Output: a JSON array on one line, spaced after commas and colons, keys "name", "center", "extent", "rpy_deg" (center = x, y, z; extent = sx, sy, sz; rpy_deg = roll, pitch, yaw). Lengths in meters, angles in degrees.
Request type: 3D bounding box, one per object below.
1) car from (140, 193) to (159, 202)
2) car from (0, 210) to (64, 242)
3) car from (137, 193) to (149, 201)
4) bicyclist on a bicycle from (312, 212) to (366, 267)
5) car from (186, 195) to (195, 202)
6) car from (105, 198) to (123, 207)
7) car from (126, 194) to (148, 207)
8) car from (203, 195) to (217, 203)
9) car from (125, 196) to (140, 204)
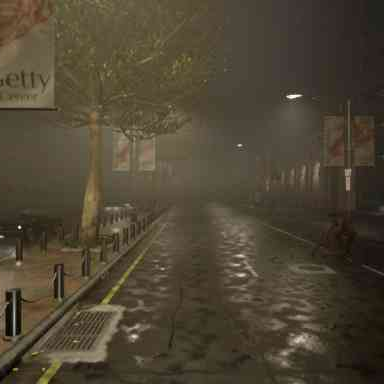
[{"name": "car", "center": [-8.306, 1.221, 66.167], "extent": [2.150, 2.045, 5.566], "rpy_deg": [0, 0, 0]}, {"name": "car", "center": [-8.135, 1.601, 16.451], "extent": [1.895, 1.301, 4.718], "rpy_deg": [0, 0, 0]}, {"name": "car", "center": [-11.857, 1.225, 81.591], "extent": [2.150, 2.045, 5.566], "rpy_deg": [0, 0, 0]}, {"name": "bicyclist on a bicycle", "center": [4.480, 1.446, 10.153], "extent": [1.656, 1.620, 0.582], "rpy_deg": [-2, 0, 0]}, {"name": "car", "center": [-0.332, 1.478, 76.216], "extent": [1.882, 1.535, 5.008], "rpy_deg": [0, 0, 0]}, {"name": "car", "center": [-11.813, 1.564, 50.396], "extent": [1.994, 1.385, 4.181], "rpy_deg": [0, 0, 0]}, {"name": "car", "center": [-8.314, 1.505, 50.269], "extent": [1.837, 1.490, 4.892], "rpy_deg": [0, 0, 0]}, {"name": "car", "center": [3.304, 1.547, 68.010], "extent": [2.033, 1.411, 5.357], "rpy_deg": [0, 0, 0]}, {"name": "car", "center": [-11.806, 1.496, 66.072], "extent": [2.128, 1.511, 4.902], "rpy_deg": [0, 0, 0]}]
